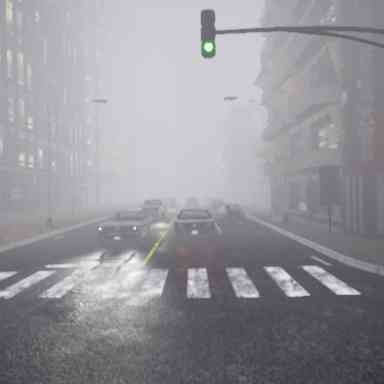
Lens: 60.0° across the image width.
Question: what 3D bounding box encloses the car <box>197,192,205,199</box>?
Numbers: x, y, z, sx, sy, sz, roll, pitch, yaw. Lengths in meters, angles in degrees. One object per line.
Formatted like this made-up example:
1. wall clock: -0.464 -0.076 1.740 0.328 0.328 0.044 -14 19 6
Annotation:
1. car: 2.553 0.944 93.834 2.150 2.045 5.566 -1 0 0

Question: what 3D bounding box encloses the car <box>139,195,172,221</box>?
1. car: -3.065 1.315 26.634 2.097 1.767 4.553 -1 0 0

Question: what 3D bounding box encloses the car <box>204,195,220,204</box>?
1. car: 2.744 1.375 36.608 2.008 1.369 4.403 -1 0 0

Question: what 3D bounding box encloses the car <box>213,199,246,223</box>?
1. car: 2.770 1.437 23.691 1.802 1.307 4.206 -1 0 0

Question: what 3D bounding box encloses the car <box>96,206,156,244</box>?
1. car: -3.085 1.591 15.948 1.895 1.301 4.718 -1 0 0

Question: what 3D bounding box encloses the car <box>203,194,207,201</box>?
1. car: 2.756 1.362 42.257 2.008 1.369 4.403 -1 0 0

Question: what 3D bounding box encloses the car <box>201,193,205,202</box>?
1. car: 2.812 1.333 70.500 1.802 1.307 4.206 -1 0 0

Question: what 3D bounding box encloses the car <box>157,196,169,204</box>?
1. car: -5.578 1.480 64.867 2.008 1.369 4.403 -1 0 0

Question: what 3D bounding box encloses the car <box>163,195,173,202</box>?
1. car: -5.557 1.453 76.165 1.887 1.381 4.507 -1 0 0

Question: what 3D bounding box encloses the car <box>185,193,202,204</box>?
1. car: 0.074 1.334 46.145 1.882 1.535 5.008 -1 0 0

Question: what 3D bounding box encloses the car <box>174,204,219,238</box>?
1. car: 0.121 1.524 17.254 1.895 1.301 4.718 -1 0 0

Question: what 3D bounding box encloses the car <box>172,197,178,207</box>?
1. car: -2.972 1.409 45.882 2.128 1.511 4.902 -1 0 1
